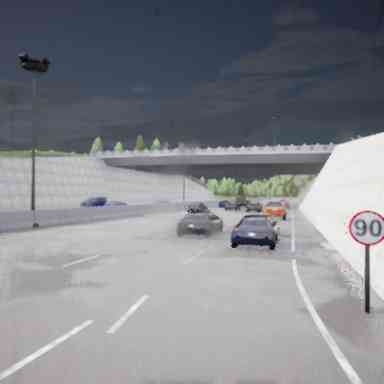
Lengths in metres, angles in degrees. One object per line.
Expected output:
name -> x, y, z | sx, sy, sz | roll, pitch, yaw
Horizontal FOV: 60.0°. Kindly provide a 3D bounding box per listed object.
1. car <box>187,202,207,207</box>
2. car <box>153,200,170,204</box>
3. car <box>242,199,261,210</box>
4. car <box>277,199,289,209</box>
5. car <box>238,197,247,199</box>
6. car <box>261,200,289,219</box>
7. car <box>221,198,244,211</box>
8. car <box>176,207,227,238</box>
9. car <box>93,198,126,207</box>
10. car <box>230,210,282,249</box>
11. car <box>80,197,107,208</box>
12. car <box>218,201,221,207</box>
car -> 0.734, 2.094, 44.528 | 2.033, 1.411, 5.357 | 0, -1, 17
car -> -5.522, 2.146, 60.560 | 2.128, 1.511, 4.902 | 0, -1, 17
car -> 9.002, 2.125, 47.728 | 2.128, 1.511, 4.902 | 0, -1, 17
car -> 17.173, 2.218, 62.755 | 2.097, 1.767, 4.553 | 0, 0, 16
car -> 9.334, 2.023, 61.356 | 2.150, 2.045, 5.566 | 0, -1, 17
car -> 8.674, 1.822, 34.455 | 2.097, 1.767, 4.553 | 0, -1, 17
car -> 6.329, 2.154, 51.346 | 2.128, 1.511, 4.902 | 0, -1, 17
car -> 0.553, 1.807, 19.585 | 1.994, 1.385, 4.181 | 0, -1, 17
car -> -10.538, 1.956, 44.179 | 1.882, 1.535, 5.008 | 0, -1, 17
car -> 3.089, 1.777, 15.854 | 1.994, 1.385, 4.181 | 0, -1, 17
car -> -15.336, 1.772, 52.491 | 2.150, 2.045, 5.566 | 0, -1, 17
car -> 6.348, 2.285, 63.296 | 1.882, 1.535, 5.008 | 0, -1, 17
